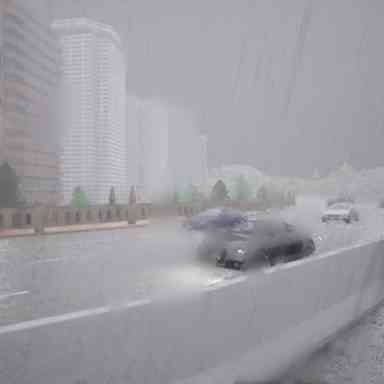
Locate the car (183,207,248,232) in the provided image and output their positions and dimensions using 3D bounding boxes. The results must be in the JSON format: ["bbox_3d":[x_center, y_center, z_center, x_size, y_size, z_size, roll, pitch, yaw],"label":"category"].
[{"bbox_3d":[1.539,1.603,19.509,1.812,1.442,4.674,0,0,45],"label":"car"}]

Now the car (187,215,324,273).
[{"bbox_3d":[2.153,1.600,10.582,4.181,1.385,1.994,0,0,-42],"label":"car"}]

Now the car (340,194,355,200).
[{"bbox_3d":[29.106,1.323,62.798,2.150,2.045,5.566,0,0,14],"label":"car"}]

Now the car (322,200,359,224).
[{"bbox_3d":[11.369,1.572,25.279,1.812,1.442,4.674,0,0,38],"label":"car"}]

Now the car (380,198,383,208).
[{"bbox_3d":[27.326,1.395,45.688,2.097,1.767,4.553,0,0,22],"label":"car"}]

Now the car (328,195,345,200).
[{"bbox_3d":[23.202,1.652,54.458,2.033,1.411,5.357,0,0,19],"label":"car"}]
